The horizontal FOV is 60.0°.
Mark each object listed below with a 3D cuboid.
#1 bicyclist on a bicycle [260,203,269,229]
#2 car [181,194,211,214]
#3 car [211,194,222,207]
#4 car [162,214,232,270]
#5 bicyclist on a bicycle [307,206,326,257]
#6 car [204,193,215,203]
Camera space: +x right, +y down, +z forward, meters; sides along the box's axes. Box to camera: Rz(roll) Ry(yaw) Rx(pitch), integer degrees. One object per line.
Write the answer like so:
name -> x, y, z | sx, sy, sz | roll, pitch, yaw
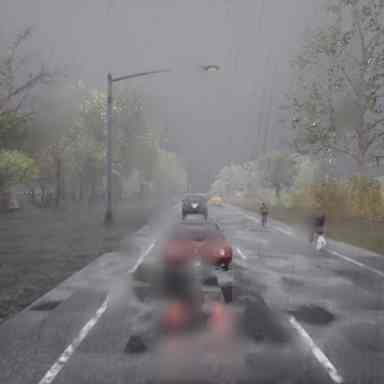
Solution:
bicyclist on a bicycle -> 4.560, 1.493, 21.010 | 0.582, 1.620, 1.656 | 0, 0, 0
car -> 0.233, 1.268, 29.533 | 2.150, 2.045, 5.566 | 0, 0, 0
car -> 3.848, 1.569, 54.078 | 1.882, 1.535, 5.008 | 0, 0, 0
car -> 0.145, 1.618, 10.992 | 1.895, 1.301, 4.718 | 0, 0, 0
bicyclist on a bicycle -> 4.519, 1.397, 12.200 | 0.659, 1.776, 1.843 | 0, 0, 0
car -> 3.843, 1.350, 73.598 | 2.150, 2.045, 5.566 | 0, 0, 0
